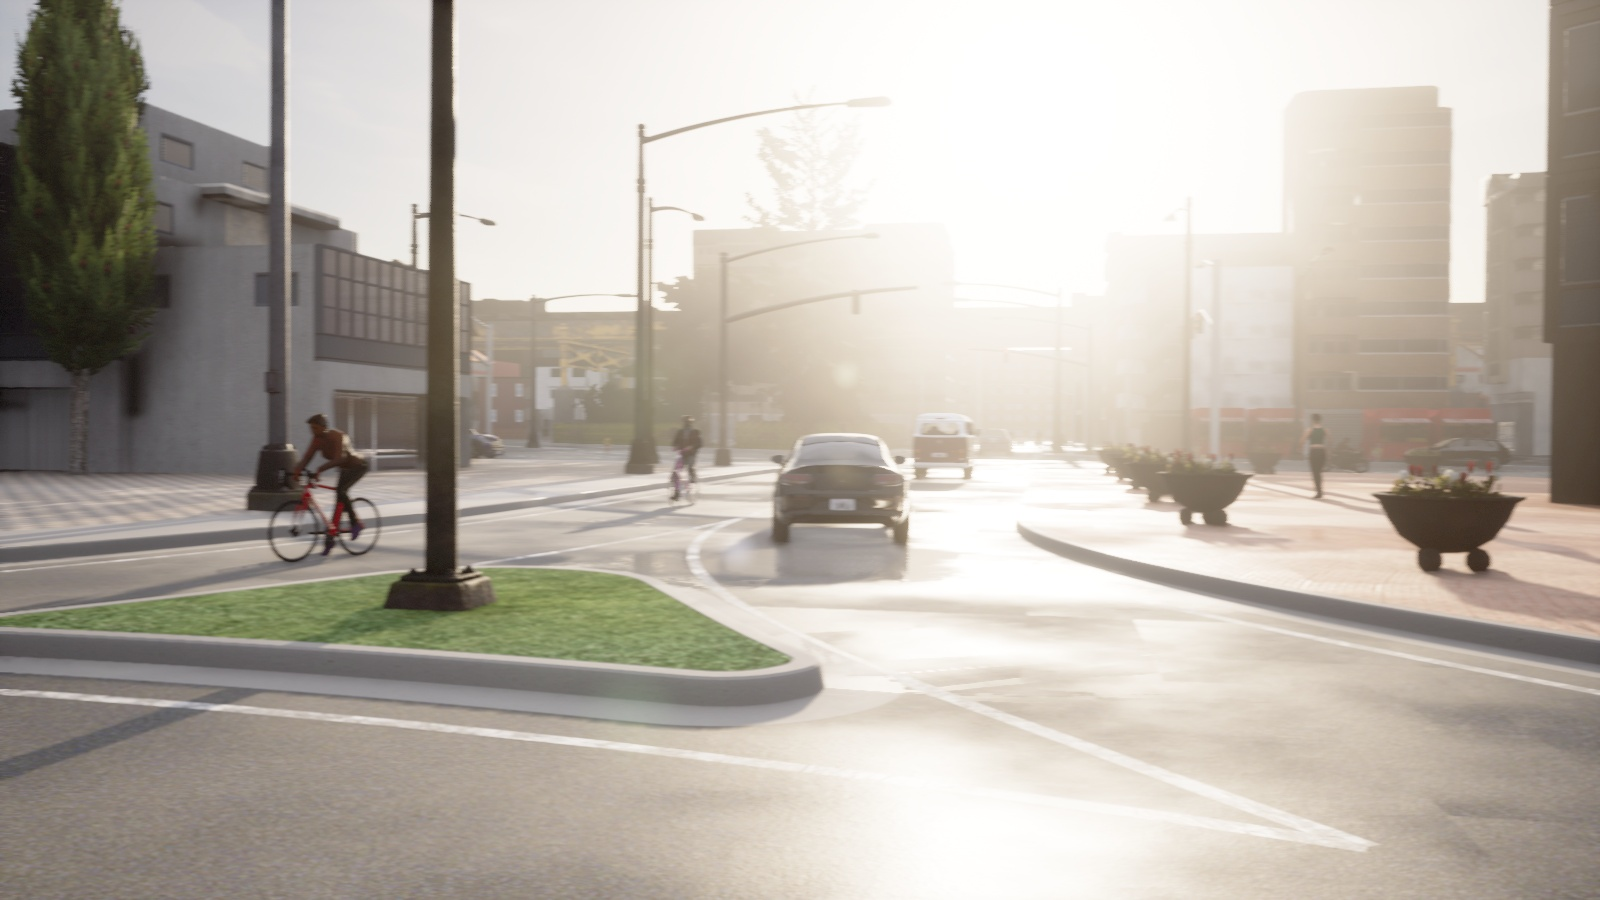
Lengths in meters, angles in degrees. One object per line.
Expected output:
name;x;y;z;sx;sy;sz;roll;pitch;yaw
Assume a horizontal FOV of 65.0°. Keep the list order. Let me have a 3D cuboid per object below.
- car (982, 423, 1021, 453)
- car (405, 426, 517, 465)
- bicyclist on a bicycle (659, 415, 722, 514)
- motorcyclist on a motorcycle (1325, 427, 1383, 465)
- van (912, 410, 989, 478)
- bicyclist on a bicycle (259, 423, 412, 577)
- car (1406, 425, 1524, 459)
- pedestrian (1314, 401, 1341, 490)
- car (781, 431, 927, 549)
car;12.671;-0.767;78.718;2.097;1.767;4.553;0;1;13
car;-15.814;-0.210;58.660;4.553;1.767;2.097;0;1;11
bicyclist on a bicycle;-2.039;0.254;23.638;0.659;1.776;1.843;0;1;12
motorcyclist on a motorcycle;22.587;-0.180;51.231;2.044;1.523;0.797;0;1;11
van;4.861;-0.219;39.978;2.069;2.038;4.480;0;1;11
bicyclist on a bicycle;-5.143;0.517;14.016;0.582;1.620;1.656;0;1;25
car;33.495;-0.438;63.377;4.856;1.649;2.033;0;1;11
pedestrian;11.123;-0.099;26.498;0.345;1.836;0.594;-1;1;5
car;0.726;0.468;18.038;1.812;1.442;4.674;-1;1;1
